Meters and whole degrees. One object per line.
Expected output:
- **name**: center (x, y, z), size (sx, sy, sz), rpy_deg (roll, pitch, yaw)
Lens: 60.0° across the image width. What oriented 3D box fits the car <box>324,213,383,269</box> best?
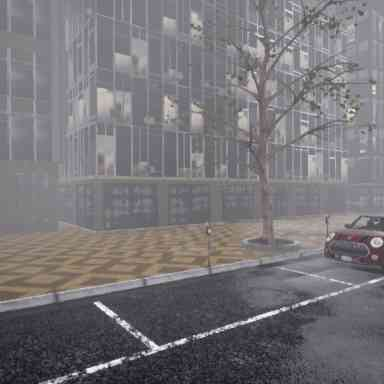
- **car**: center (6.183, 1.439, 10.985), size (4.097, 1.590, 1.967), rpy_deg (0, 0, -36)
